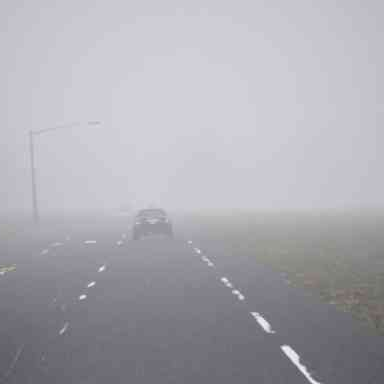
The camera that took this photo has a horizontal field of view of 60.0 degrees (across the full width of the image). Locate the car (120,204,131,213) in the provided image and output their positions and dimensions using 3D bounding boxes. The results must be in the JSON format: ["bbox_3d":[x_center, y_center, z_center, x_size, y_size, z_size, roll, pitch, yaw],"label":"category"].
[{"bbox_3d":[-11.307,2.846,57.817,2.128,1.511,4.902,-3,-1,-1],"label":"car"}]

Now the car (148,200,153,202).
[{"bbox_3d":[-5.208,2.257,42.636,1.882,1.535,5.008,-3,-1,-7],"label":"car"}]

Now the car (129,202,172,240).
[{"bbox_3d":[-2.367,1.700,19.870,2.097,1.767,4.553,-3,-1,-7],"label":"car"}]
